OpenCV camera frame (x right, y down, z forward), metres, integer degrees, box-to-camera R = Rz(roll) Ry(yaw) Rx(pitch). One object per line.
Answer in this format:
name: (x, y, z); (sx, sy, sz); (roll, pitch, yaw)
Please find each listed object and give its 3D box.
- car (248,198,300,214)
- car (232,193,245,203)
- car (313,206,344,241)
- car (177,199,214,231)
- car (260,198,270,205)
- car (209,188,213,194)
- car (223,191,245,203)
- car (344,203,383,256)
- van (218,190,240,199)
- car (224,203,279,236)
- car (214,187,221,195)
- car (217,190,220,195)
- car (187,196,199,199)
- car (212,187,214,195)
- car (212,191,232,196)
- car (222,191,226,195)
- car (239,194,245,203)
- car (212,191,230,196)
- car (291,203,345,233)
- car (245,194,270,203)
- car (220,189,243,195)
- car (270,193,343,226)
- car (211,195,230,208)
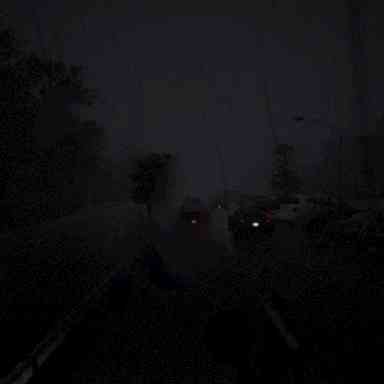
car: (8.079, 1.368, 32.804); (4.674, 1.452, 2.002); (1, 1, -20)
car: (8.050, 1.226, 41.800); (4.792, 1.488, 2.163); (0, 1, -20)
car: (8.075, 1.520, 14.779); (4.674, 1.452, 2.002); (1, 1, -20)
car: (0.103, 1.440, 20.385); (1.882, 1.535, 5.008); (0, 0, 0)
car: (7.902, 1.420, 23.730); (5.366, 1.575, 1.946); (1, 1, -20)
car: (7.909, 0.453, 86.585); (5.366, 1.575, 1.946); (0, 2, -20)
car: (8.052, 1.040, 53.804); (4.792, 1.488, 2.163); (0, 1, -20)
car: (8.104, 1.359, 11.790); (4.553, 1.767, 2.185); (1, 0, -20)
van: (7.974, 0.506, 71.686); (4.442, 1.987, 1.878); (0, 1, -20)
car: (3.102, 1.538, 18.213); (1.994, 1.385, 4.181); (0, 0, 0)
car: (8.058, 0.527, 68.732); (5.566, 2.045, 2.435); (0, 1, -20)
car: (8.073, 0.826, 65.768); (4.892, 1.521, 2.231); (0, 1, -20)
car: (0.106, 1.211, 40.828); (2.128, 1.511, 4.902); (0, 1, 0)
car: (8.109, 0.434, 74.728); (5.566, 2.045, 2.435); (0, 1, -20)
car: (8.108, 0.420, 89.655); (4.792, 1.488, 2.163); (0, 1, -20)
car: (8.073, 1.004, 56.823); (4.674, 1.452, 2.002); (0, 1, -20)
car: (8.247, 1.286, 35.877); (5.366, 1.575, 1.946); (1, 1, -20)
car: (8.077, 0.354, 92.626); (4.674, 1.452, 2.002); (0, 1, -20)
car: (8.098, 1.493, 17.804); (4.792, 1.488, 2.163); (1, 0, -20)
car: (8.052, 1.117, 29.781); (5.566, 2.045, 2.435); (1, 1, -20)
car: (8.050, 0.792, 59.792); (4.553, 1.767, 2.185); (0, 1, -20)
car: (8.102, 1.196, 20.801); (5.566, 2.045, 2.435); (1, 0, -20)
car: (3.105, 1.328, 39.862); (1.895, 1.301, 4.718); (0, 1, 0)
